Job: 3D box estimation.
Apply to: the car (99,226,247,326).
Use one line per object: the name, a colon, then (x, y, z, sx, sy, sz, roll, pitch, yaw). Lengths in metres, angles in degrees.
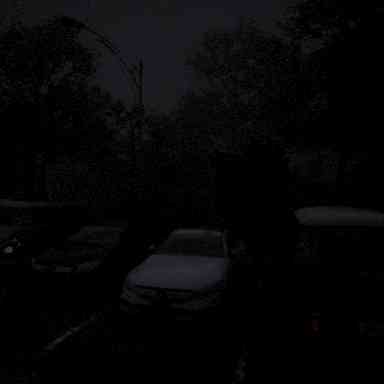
car: (0.139, 1.528, 7.336, 2.002, 1.452, 4.674, 1, -1, 15)

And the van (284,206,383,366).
van: (2.558, 1.263, 5.741, 1.878, 1.987, 4.442, 0, -1, 16)

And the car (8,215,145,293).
car: (-2.261, 1.532, 9.044, 2.002, 1.452, 4.674, 0, -1, 16)

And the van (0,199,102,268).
van: (-4.685, 1.268, 10.642, 1.878, 1.987, 4.442, 0, -1, 15)
